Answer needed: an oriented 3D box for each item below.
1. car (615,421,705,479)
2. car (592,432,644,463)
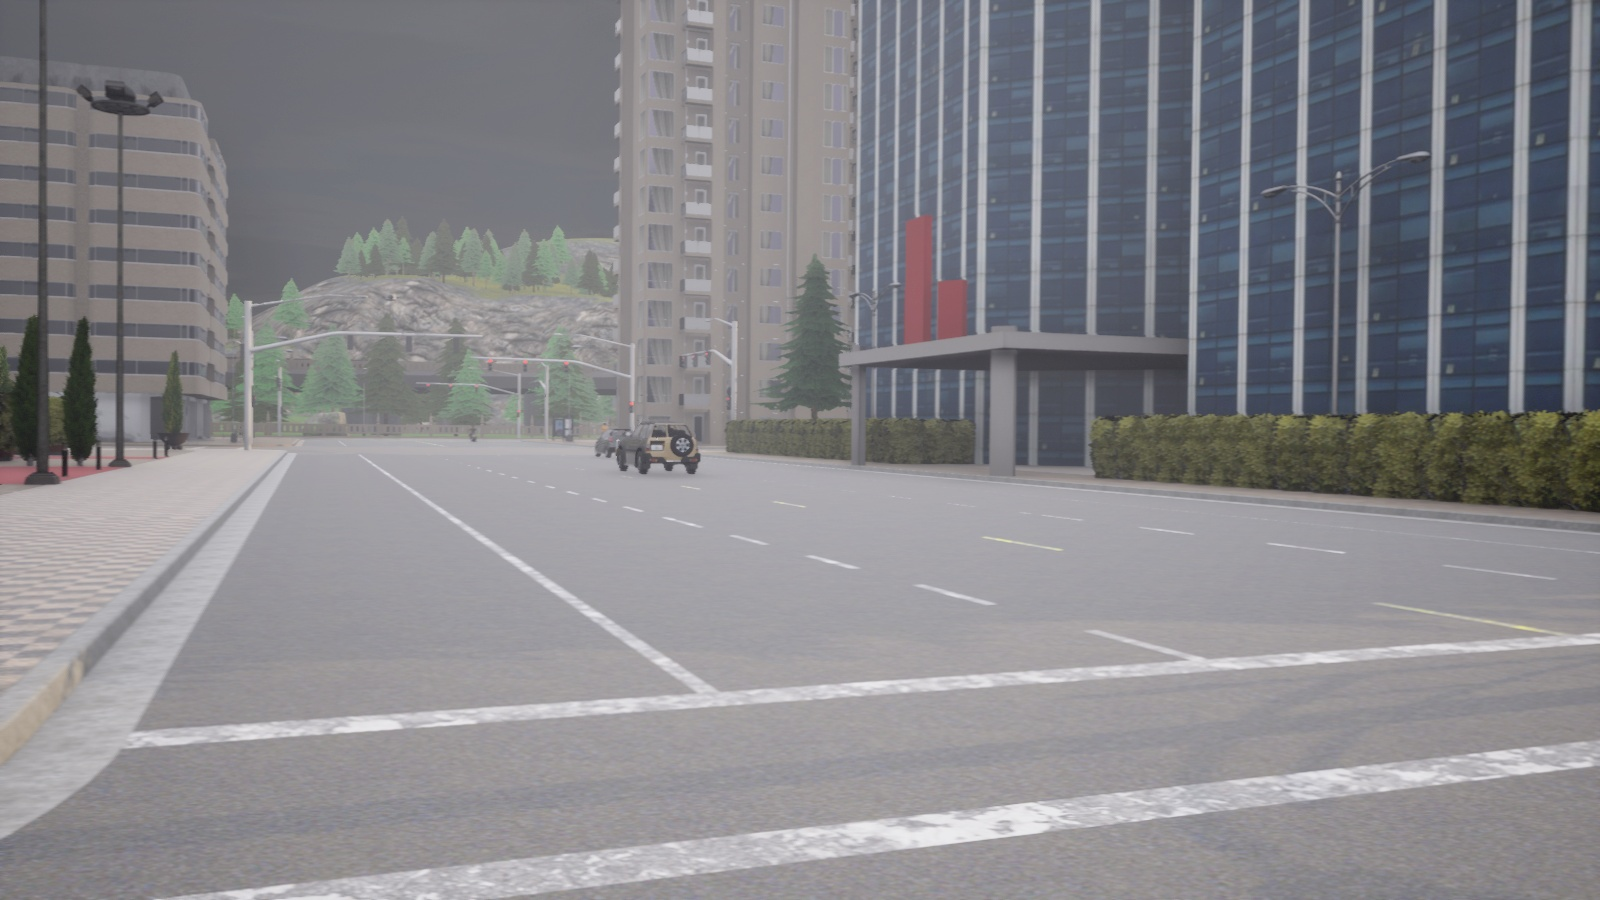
[{"bbox_3d":[-4.863,-0.032,42.983,1.932,1.855,4.605,-1,1,-21],"label":"car"},{"bbox_3d":[-9.327,-0.132,64.210,1.845,1.501,3.633,-1,1,-21],"label":"car"}]
